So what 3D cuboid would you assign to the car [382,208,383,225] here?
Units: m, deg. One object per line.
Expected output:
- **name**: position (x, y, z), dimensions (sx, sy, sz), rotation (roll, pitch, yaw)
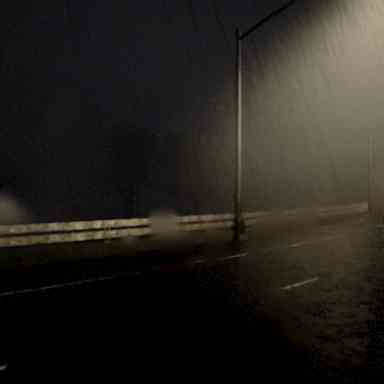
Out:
- **car**: position (15.058, 1.381, 23.257), dimensions (2.150, 2.045, 5.566), rotation (0, 0, 43)
